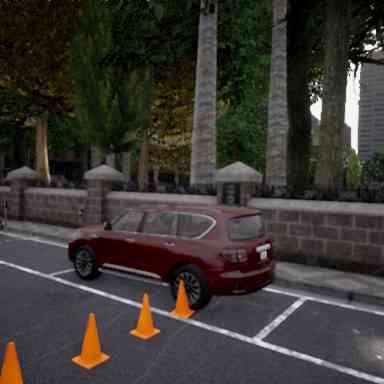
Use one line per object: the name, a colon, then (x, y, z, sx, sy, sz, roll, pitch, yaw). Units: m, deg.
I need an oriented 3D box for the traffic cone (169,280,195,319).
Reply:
traffic cone: (-0.176, 1.835, 5.823, 0.340, 0.580, 0.340, 2, 7, 29)

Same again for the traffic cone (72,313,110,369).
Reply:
traffic cone: (-1.289, 1.849, 4.252, 0.340, 0.580, 0.340, 2, 1, 35)

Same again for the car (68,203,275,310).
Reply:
car: (-0.635, 1.168, 7.509, 5.009, 1.841, 2.192, 2, 1, 35)

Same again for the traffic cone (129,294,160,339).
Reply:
traffic cone: (-0.712, 1.850, 5.069, 0.340, 0.580, 0.340, 2, 1, 35)

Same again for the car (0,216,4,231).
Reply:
car: (-9.690, 1.023, 13.902, 4.829, 1.417, 1.752, 2, 1, 35)

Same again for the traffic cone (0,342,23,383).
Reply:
traffic cone: (-1.865, 1.848, 3.435, 0.340, 0.580, 0.340, 2, 1, 35)
